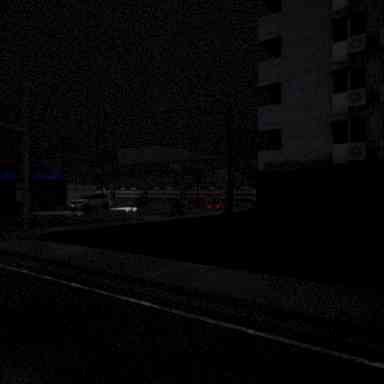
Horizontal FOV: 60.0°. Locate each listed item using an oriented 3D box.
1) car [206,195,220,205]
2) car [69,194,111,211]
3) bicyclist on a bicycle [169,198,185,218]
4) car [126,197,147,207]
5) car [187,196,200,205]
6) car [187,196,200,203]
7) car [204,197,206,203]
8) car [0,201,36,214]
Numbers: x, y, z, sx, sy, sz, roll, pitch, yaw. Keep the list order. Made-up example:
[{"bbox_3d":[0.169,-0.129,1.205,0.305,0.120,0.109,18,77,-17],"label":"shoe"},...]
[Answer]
[{"bbox_3d":[3.825,1.526,58.512,1.812,1.442,4.674,0,0,4],"label":"car"},{"bbox_3d":[-12.388,1.219,40.757,2.150,2.045,5.566,0,0,29],"label":"car"},{"bbox_3d":[-1.250,1.301,27.342,1.656,1.620,0.582,0,0,36],"label":"bicyclist on a bicycle"},{"bbox_3d":[-8.349,1.492,50.358,2.128,1.511,4.902,0,0,15],"label":"car"},{"bbox_3d":[0.352,1.564,59.102,1.994,1.385,4.181,0,0,4],"label":"car"},{"bbox_3d":[0.293,1.564,67.513,1.994,1.385,4.181,0,0,-8],"label":"car"},{"bbox_3d":[3.835,1.352,67.370,2.097,1.767,4.553,0,0,-8],"label":"car"},{"bbox_3d":[-17.969,1.601,32.505,1.895,1.301,4.718,0,0,35],"label":"car"}]
